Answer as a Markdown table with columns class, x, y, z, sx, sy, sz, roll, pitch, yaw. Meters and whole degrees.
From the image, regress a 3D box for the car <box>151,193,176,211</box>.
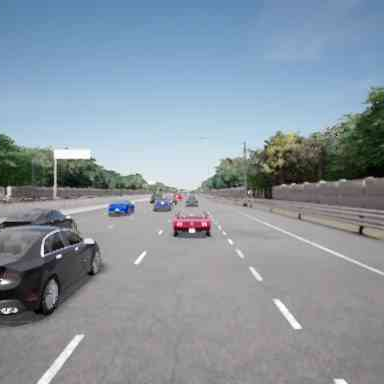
| class | x | y | z | sx | sy | sz | roll | pitch | yaw |
| --- | --- | --- | --- | --- | --- | --- | --- | --- | --- |
| car | -3.499 | 1.364 | 41.437 | 2.097 | 1.767 | 4.553 | 0 | 0 | 0 |

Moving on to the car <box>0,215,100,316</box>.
| class | x | y | z | sx | sy | sz | roll | pitch | yaw |
| --- | --- | --- | --- | --- | --- | --- | --- | --- | --- |
| car | -3.501 | 1.508 | 7.526 | 1.837 | 1.490 | 4.892 | 0 | 0 | 0 |

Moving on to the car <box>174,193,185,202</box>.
| class | x | y | z | sx | sy | sz | roll | pitch | yaw |
| --- | --- | --- | --- | --- | --- | --- | --- | --- | --- |
| car | -3.497 | 1.267 | 80.611 | 2.150 | 2.045 | 5.566 | 0 | 0 | 0 |

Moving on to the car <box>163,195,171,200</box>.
| class | x | y | z | sx | sy | sz | roll | pitch | yaw |
| --- | --- | --- | --- | --- | --- | --- | --- | --- | --- |
| car | -6.996 | 1.578 | 93.591 | 1.812 | 1.442 | 4.674 | 0 | 0 | 0 |

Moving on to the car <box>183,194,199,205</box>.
| class | x | y | z | sx | sy | sz | roll | pitch | yaw |
| --- | --- | --- | --- | --- | --- | --- | --- | --- | --- |
| car | 0.002 | 1.511 | 53.479 | 2.128 | 1.511 | 4.902 | 0 | 0 | 0 |

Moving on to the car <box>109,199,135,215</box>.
| class | x | y | z | sx | sy | sz | roll | pitch | yaw |
| --- | --- | --- | --- | --- | --- | --- | --- | --- | --- |
| car | -6.998 | 1.487 | 33.538 | 1.882 | 1.535 | 5.008 | 0 | 0 | 0 |

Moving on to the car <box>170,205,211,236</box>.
| class | x | y | z | sx | sy | sz | roll | pitch | yaw |
| --- | --- | --- | --- | --- | --- | --- | --- | --- | --- |
| car | -0.001 | 1.604 | 18.490 | 1.895 | 1.301 | 4.718 | 0 | 0 | 0 |

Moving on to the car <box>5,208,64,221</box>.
| class | x | y | z | sx | sy | sz | roll | pitch | yaw |
| --- | --- | --- | --- | --- | --- | --- | --- | --- | --- |
| car | -7.003 | 1.510 | 15.547 | 1.837 | 1.490 | 4.892 | 0 | 0 | 0 |

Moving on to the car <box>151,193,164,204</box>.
| class | x | y | z | sx | sy | sz | roll | pitch | yaw |
| --- | --- | --- | --- | --- | --- | --- | --- | --- | --- |
| car | -6.998 | 1.252 | 67.587 | 2.150 | 2.045 | 5.566 | 0 | 0 | 0 |

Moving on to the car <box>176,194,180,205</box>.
| class | x | y | z | sx | sy | sz | roll | pitch | yaw |
| --- | --- | --- | --- | --- | --- | --- | --- | --- | --- |
| car | -3.497 | 1.549 | 58.482 | 1.812 | 1.442 | 4.674 | 0 | 0 | 0 |
